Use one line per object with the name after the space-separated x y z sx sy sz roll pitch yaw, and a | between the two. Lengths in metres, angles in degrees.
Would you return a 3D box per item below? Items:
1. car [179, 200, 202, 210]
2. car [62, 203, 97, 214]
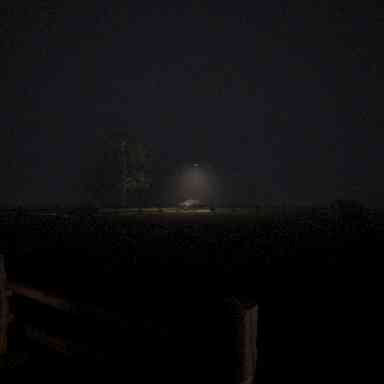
-0.300 2.182 59.343 2.097 1.767 4.553 0 -1 38 | car
-14.098 2.077 41.769 1.994 1.385 4.181 0 -1 38 | car
